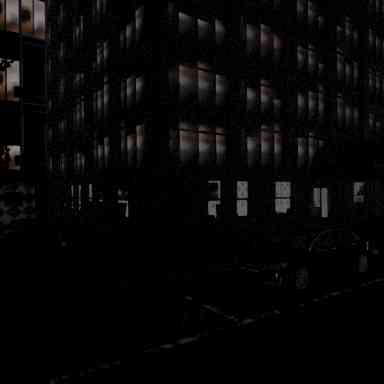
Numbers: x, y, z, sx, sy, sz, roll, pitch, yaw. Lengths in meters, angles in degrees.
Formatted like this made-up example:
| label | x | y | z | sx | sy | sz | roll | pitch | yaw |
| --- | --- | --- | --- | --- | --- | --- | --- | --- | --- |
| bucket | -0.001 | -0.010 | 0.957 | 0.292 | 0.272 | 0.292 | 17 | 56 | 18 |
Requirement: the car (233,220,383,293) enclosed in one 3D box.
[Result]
| label | x | y | z | sx | sy | sz | roll | pitch | yaw |
| --- | --- | --- | --- | --- | --- | --- | --- | --- | --- |
| car | 3.023 | 1.549 | 8.719 | 4.403 | 1.369 | 2.008 | 0 | -1 | -35 |
